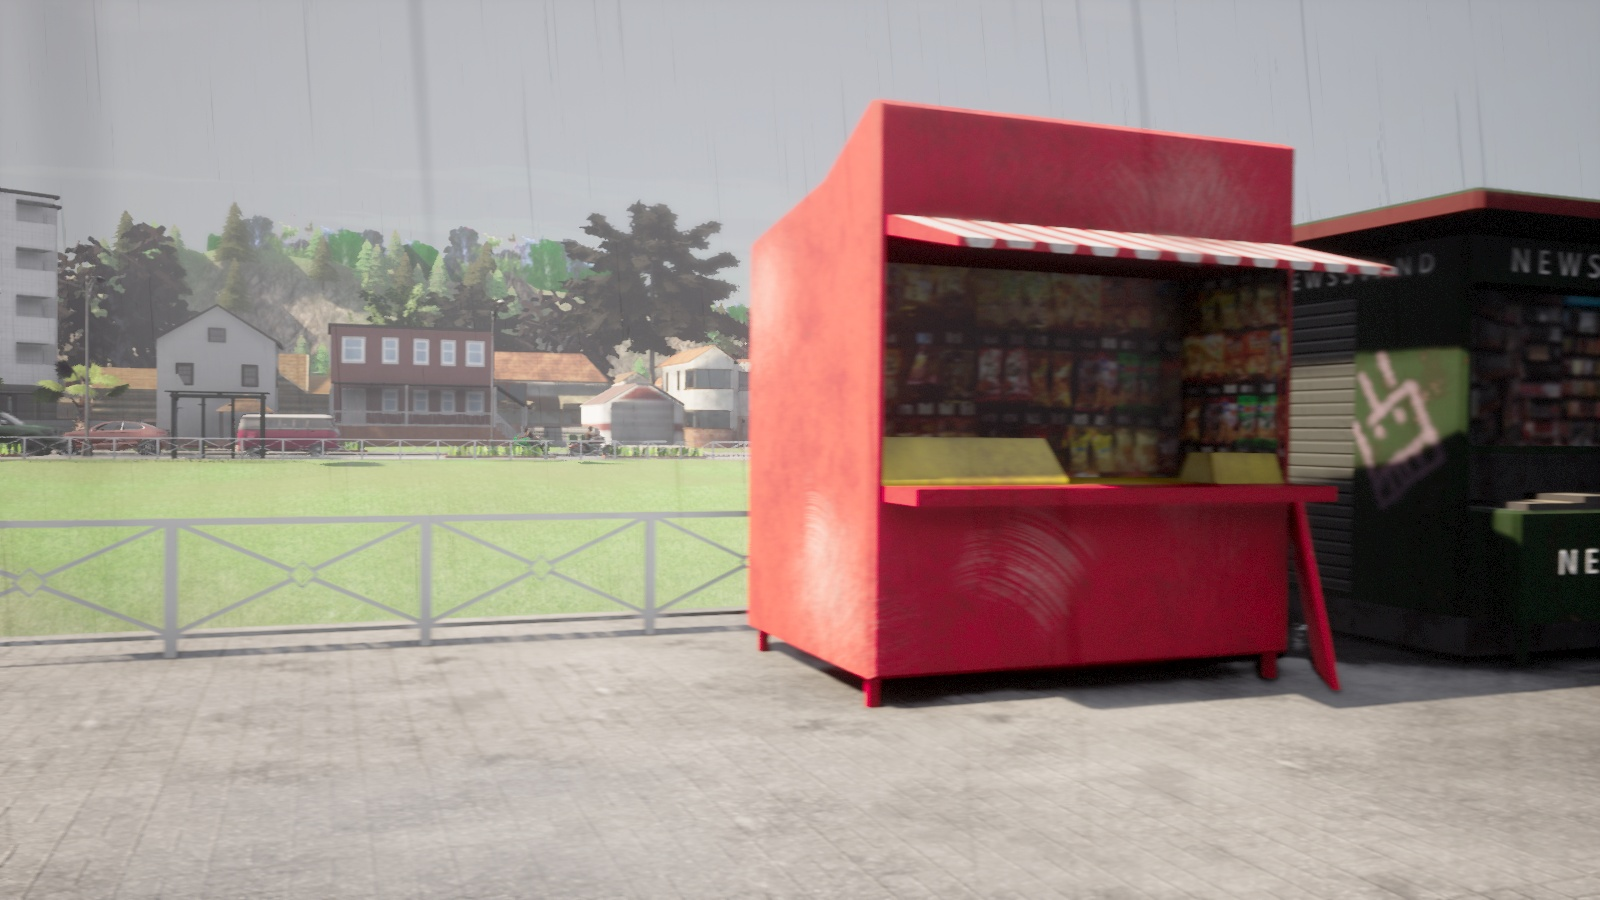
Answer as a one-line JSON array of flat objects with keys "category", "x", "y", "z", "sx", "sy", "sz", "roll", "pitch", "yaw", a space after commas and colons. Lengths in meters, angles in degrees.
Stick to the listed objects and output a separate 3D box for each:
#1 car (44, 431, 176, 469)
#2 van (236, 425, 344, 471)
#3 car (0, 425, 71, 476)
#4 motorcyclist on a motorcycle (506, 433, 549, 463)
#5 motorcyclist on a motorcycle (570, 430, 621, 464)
[{"category": "car", "x": -31.635, "y": -0.021, "z": 57.759, "sx": 5.027, "sy": 1.651, "sz": 2.152, "roll": -1, "pitch": 1, "yaw": -20}, {"category": "van", "x": -23.005, "y": -0.123, "z": 56.765, "sx": 4.442, "sy": 1.987, "sz": 1.775, "roll": -1, "pitch": 1, "yaw": -21}, {"category": "car", "x": -33.939, "y": 0.028, "z": 52.608, "sx": 5.566, "sy": 2.045, "sz": 2.150, "roll": -1, "pitch": 1, "yaw": -21}, {"category": "motorcyclist on a motorcycle", "x": -13.981, "y": -0.118, "z": 64.467, "sx": 2.044, "sy": 1.523, "sz": 0.797, "roll": -1, "pitch": 1, "yaw": -21}, {"category": "motorcyclist on a motorcycle", "x": -10.026, "y": -0.147, "z": 61.687, "sx": 2.350, "sy": 1.649, "sz": 0.766, "roll": -1, "pitch": 1, "yaw": -21}]
